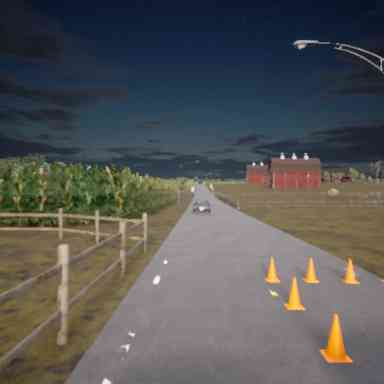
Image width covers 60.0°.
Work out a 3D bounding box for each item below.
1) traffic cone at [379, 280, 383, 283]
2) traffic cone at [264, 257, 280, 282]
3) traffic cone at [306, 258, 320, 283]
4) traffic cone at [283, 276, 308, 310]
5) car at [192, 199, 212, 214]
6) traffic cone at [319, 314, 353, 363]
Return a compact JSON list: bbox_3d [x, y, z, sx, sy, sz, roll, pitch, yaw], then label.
[{"bbox_3d":[5.067,2.025,8.539,0.340,0.580,0.340,0,0,1],"label":"traffic cone"},{"bbox_3d":[2.070,1.989,8.601,0.340,0.580,0.340,1,0,1],"label":"traffic cone"},{"bbox_3d":[3.069,2.001,8.580,0.340,0.580,0.340,1,0,1],"label":"traffic cone"},{"bbox_3d":[2.029,1.987,6.602,0.340,0.580,0.340,1,0,1],"label":"traffic cone"},{"bbox_3d":[1.057,1.534,36.009,2.128,1.511,4.902,1,0,1],"label":"car"},{"bbox_3d":[1.988,1.984,4.602,0.340,0.580,0.340,1,0,1],"label":"traffic cone"}]
